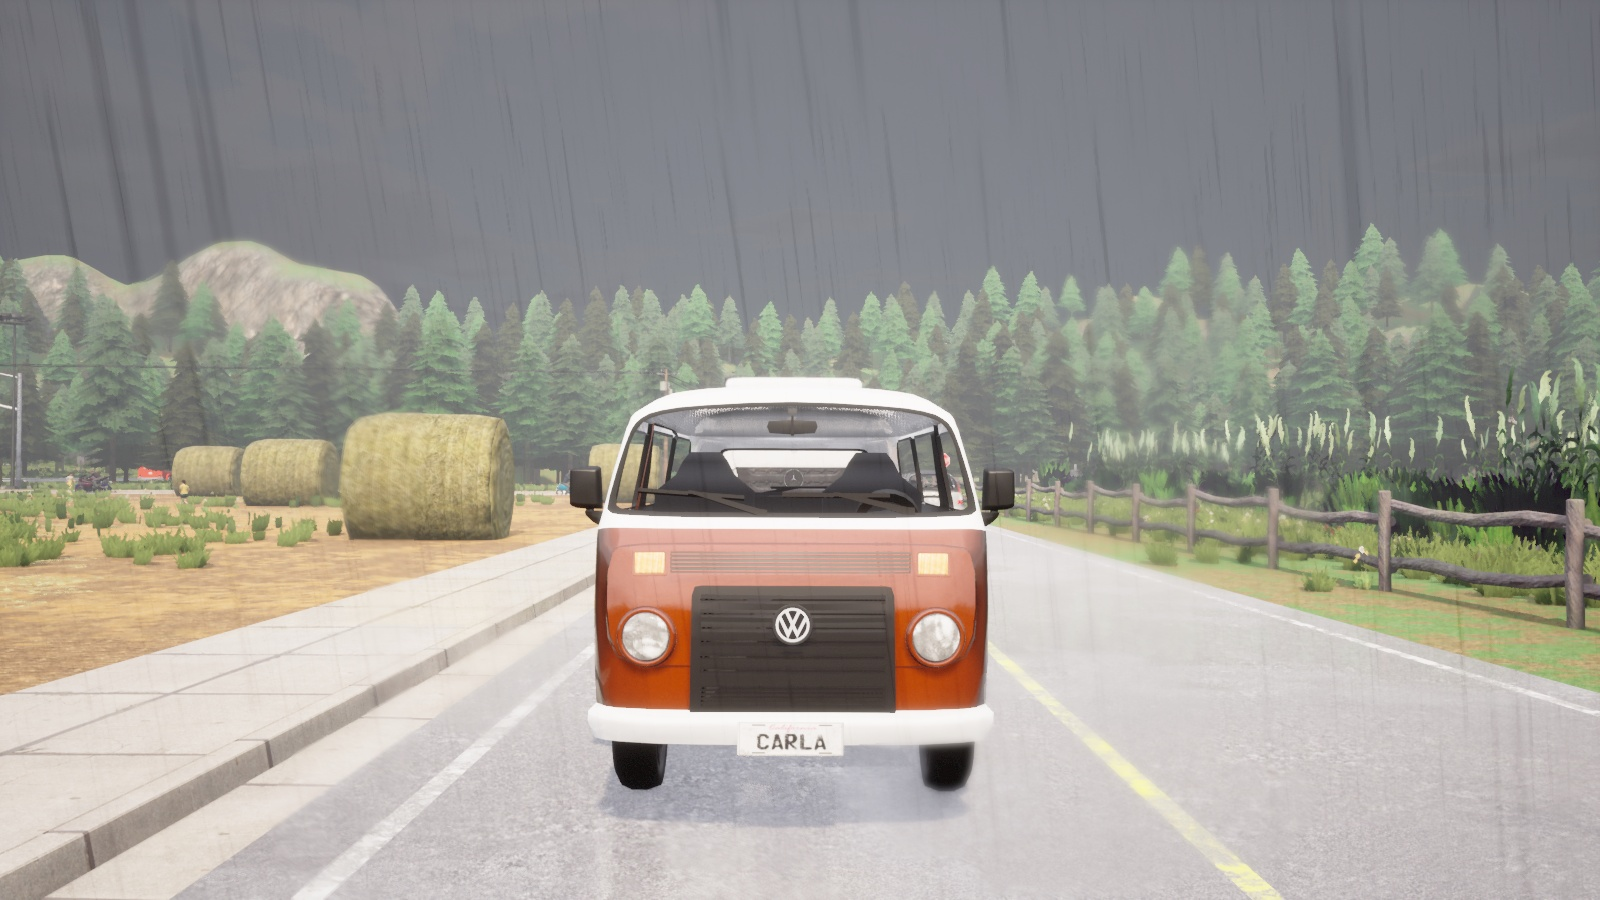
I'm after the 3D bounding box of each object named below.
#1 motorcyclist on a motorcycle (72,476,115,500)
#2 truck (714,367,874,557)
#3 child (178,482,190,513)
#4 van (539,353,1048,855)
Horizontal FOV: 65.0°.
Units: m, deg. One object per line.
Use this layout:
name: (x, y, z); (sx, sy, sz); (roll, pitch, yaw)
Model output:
motorcyclist on a motorcycle: (-44.225, 2.378, 78.594); (2.191, 1.530, 0.866); (0, -1, -3)
truck: (-0.128, 0.283, 26.872); (2.891, 3.462, 7.936); (0, -1, 0)
child: (-21.959, 1.693, 44.776); (0.394, 1.110, 0.255); (-1, -1, 39)
van: (-0.037, 0.662, 7.364); (2.069, 2.038, 4.480); (0, -1, 0)
